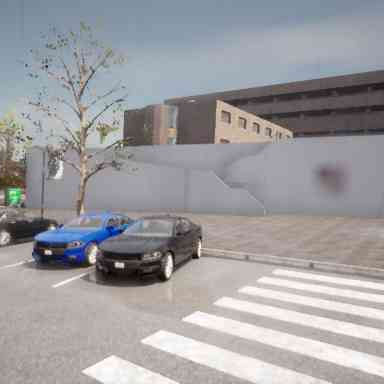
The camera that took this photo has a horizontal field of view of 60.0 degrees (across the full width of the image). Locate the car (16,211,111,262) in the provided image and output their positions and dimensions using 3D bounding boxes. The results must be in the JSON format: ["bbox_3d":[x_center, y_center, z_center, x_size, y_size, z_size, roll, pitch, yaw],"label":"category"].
[{"bbox_3d":[-3.431,1.497,11.937,2.097,1.535,5.008,0,-1,16],"label":"car"}]

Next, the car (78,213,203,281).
[{"bbox_3d":[-1.021,1.485,10.213,2.097,1.535,5.008,0,-1,16],"label":"car"}]

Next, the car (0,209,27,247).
[{"bbox_3d":[-8.229,1.532,15.392,2.231,1.521,4.892,0,-1,17],"label":"car"}]
